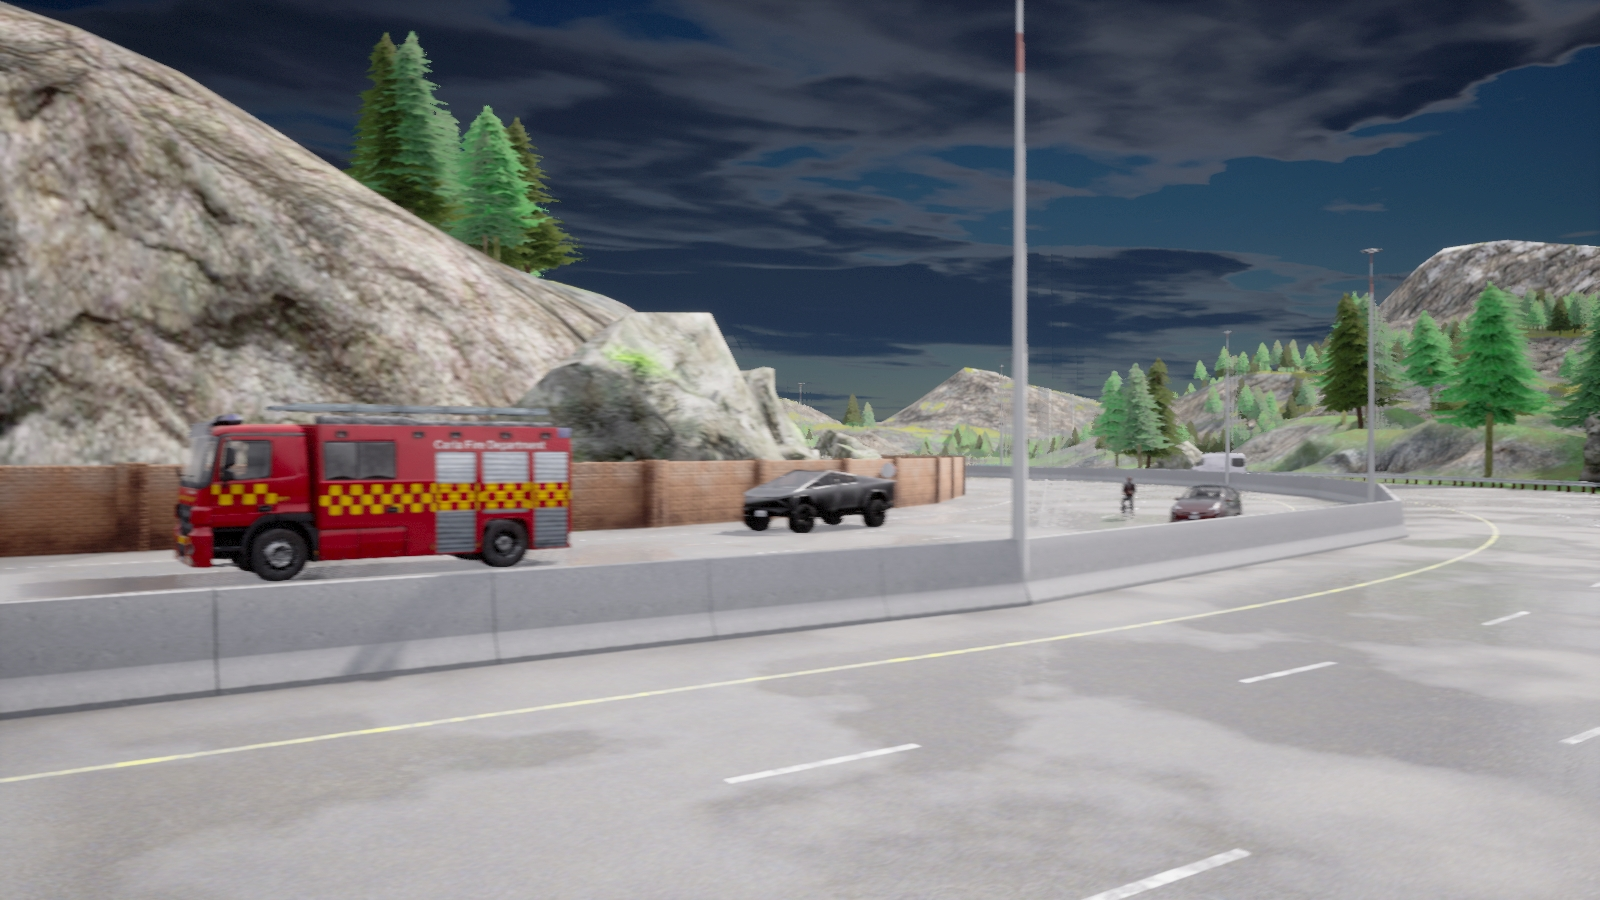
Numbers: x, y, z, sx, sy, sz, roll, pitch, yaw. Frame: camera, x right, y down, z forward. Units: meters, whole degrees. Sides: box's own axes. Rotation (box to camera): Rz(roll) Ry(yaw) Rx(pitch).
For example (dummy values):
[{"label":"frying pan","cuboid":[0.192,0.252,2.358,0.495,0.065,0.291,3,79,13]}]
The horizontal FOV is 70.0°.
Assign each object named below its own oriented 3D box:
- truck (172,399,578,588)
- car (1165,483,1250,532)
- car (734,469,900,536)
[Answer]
[{"label":"truck","cuboid":[-9.743,0.887,26.829,8.468,3.827,2.891,0,0,-36]},{"label":"car","cuboid":[14.981,2.055,41.863,2.007,1.525,4.514,0,0,32]},{"label":"car","cuboid":[0.714,1.759,40.365,2.390,2.098,6.274,0,0,40]}]
